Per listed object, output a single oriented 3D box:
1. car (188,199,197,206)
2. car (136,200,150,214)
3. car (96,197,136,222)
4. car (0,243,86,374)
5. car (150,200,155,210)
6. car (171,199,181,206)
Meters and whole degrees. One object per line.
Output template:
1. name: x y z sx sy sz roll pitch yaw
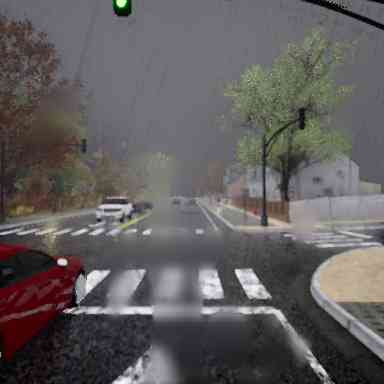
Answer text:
1. car: 0.022 2.071 67.833 2.033 1.411 5.357 0 0 0
2. car: -6.585 1.780 38.801 2.128 1.511 4.902 0 0 0
3. car: -6.590 1.433 28.768 2.150 2.045 5.566 0 0 0
4. car: -3.148 1.514 5.015 1.882 1.535 5.008 0 0 0
5. car: -6.571 1.933 48.851 1.994 1.385 4.181 0 0 0
6. car: -3.219 2.072 67.929 2.033 1.411 5.357 0 0 0
